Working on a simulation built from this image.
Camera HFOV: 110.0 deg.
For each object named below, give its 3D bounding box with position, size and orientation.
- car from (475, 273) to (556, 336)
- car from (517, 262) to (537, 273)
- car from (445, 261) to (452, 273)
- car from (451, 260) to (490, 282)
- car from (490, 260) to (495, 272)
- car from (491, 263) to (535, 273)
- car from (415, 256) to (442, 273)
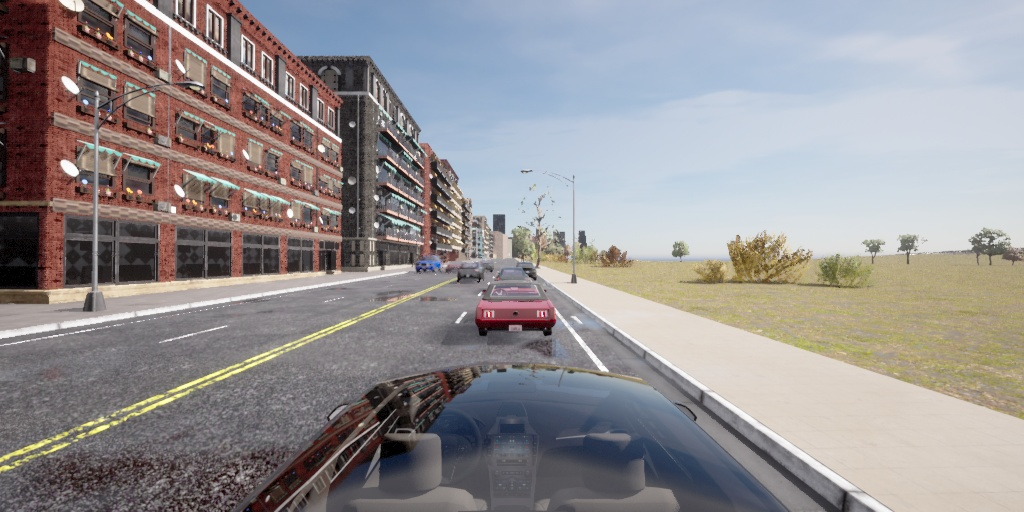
[{"bbox_3d":[0.078,1.353,10.366,1.895,1.301,4.718,0,0,0],"label":"car"},{"bbox_3d":[1.062,1.261,30.390,1.837,1.490,4.892,0,0,0],"label":"car"},{"bbox_3d":[-6.708,1.282,42.795,1.812,1.442,4.674,0,0,0],"label":"car"},{"bbox_3d":[-3.221,1.246,28.737,2.128,1.511,4.902,0,0,0],"label":"car"},{"bbox_3d":[-3.262,1.246,44.755,2.128,1.511,4.902,0,0,0],"label":"car"},{"bbox_3d":[0.043,1.318,20.397,1.994,1.385,4.181,0,0,0],"label":"car"},{"bbox_3d":[-9.959,0.977,43.176,2.150,2.045,5.566,0,0,0],"label":"car"}]
